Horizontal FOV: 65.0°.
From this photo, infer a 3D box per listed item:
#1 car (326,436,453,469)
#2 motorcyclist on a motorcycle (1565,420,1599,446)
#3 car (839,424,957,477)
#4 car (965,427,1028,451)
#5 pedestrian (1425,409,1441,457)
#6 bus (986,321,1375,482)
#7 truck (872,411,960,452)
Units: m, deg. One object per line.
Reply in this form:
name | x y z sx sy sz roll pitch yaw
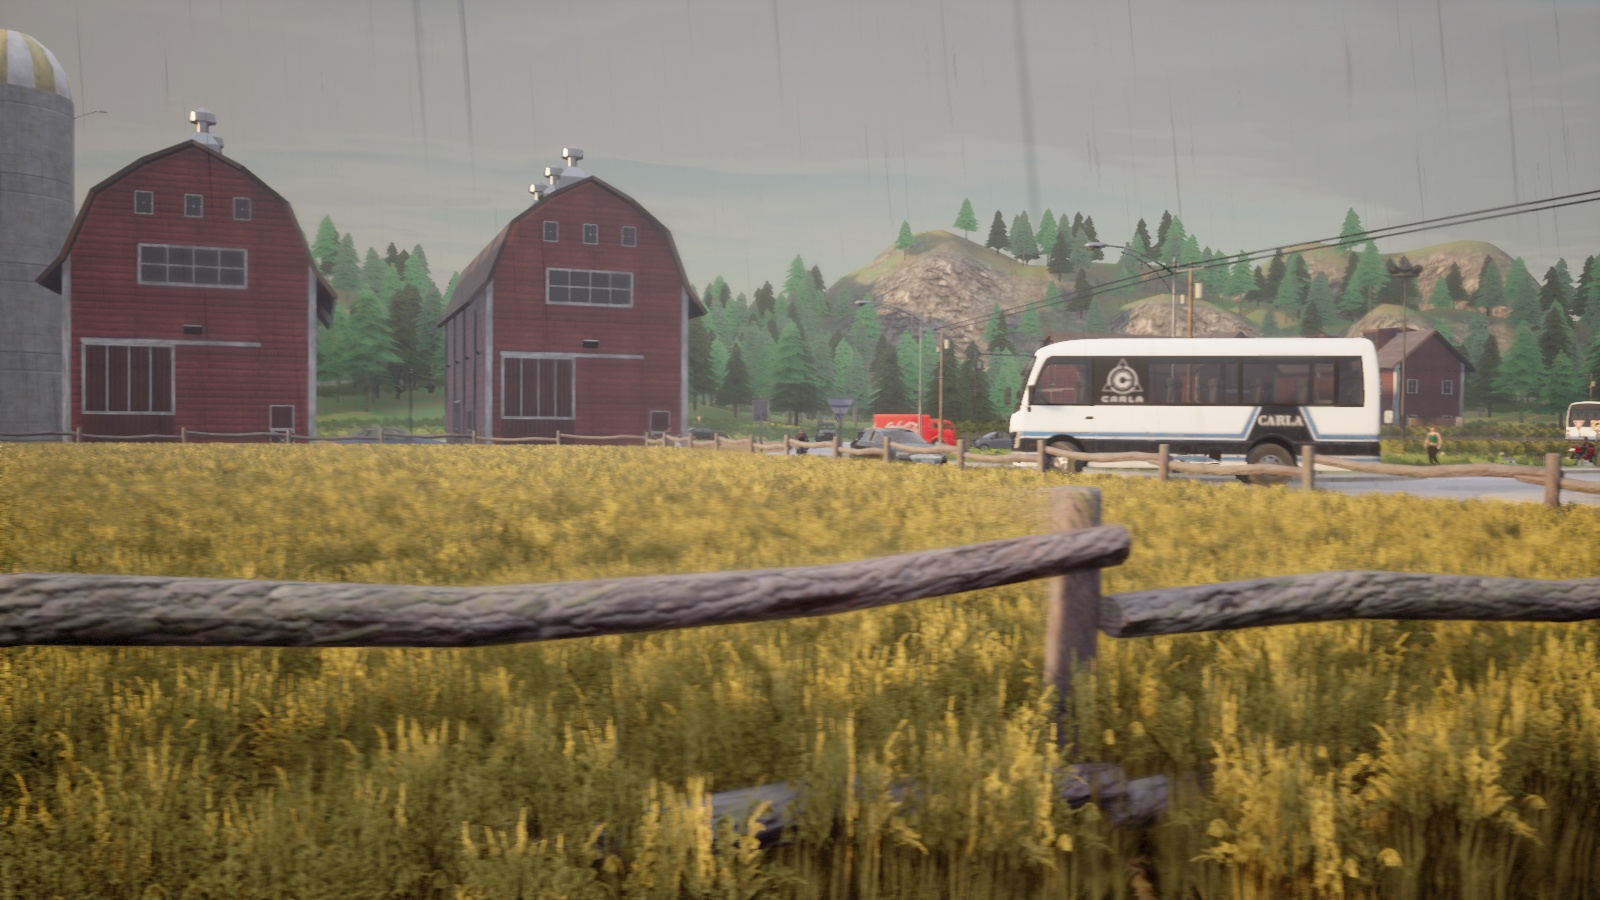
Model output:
car | -19.012 0.103 58.197 5.357 1.411 2.033 -1 1 -24
motorcyclist on a motorcycle | 45.435 -0.989 72.738 2.044 1.523 0.797 -1 1 -21
car | 3.207 -0.014 42.055 2.033 1.649 4.856 -1 1 -21
car | 12.964 -0.739 82.952 3.633 1.501 1.845 -1 1 -13
pedestrian | 24.324 -0.648 48.218 0.594 1.836 0.345 -2 1 -41
bus | 10.669 -1.317 36.476 10.273 4.253 3.944 -1 1 10
truck | 7.297 -1.185 79.680 5.204 2.467 2.627 0 1 -3
